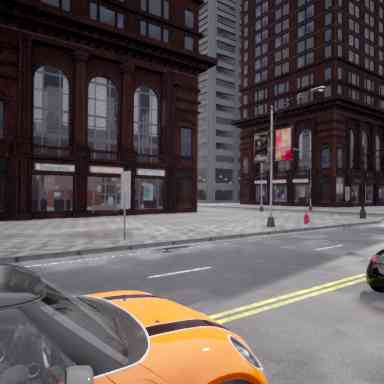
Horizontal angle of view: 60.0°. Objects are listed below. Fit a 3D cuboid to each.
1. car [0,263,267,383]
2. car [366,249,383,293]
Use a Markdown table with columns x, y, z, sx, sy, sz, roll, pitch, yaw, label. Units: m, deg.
| x | y | z | sx | sy | sz | roll | pitch | yaw | label |
| --- | --- | --- | --- | --- | --- | --- | --- | --- | --- |
| -1.536 | 1.352 | 2.343 | 4.553 | 1.767 | 2.097 | 0 | 0 | -36 | car |
| 5.890 | 1.576 | 7.665 | 4.181 | 1.385 | 1.994 | 0 | 0 | -35 | car |
